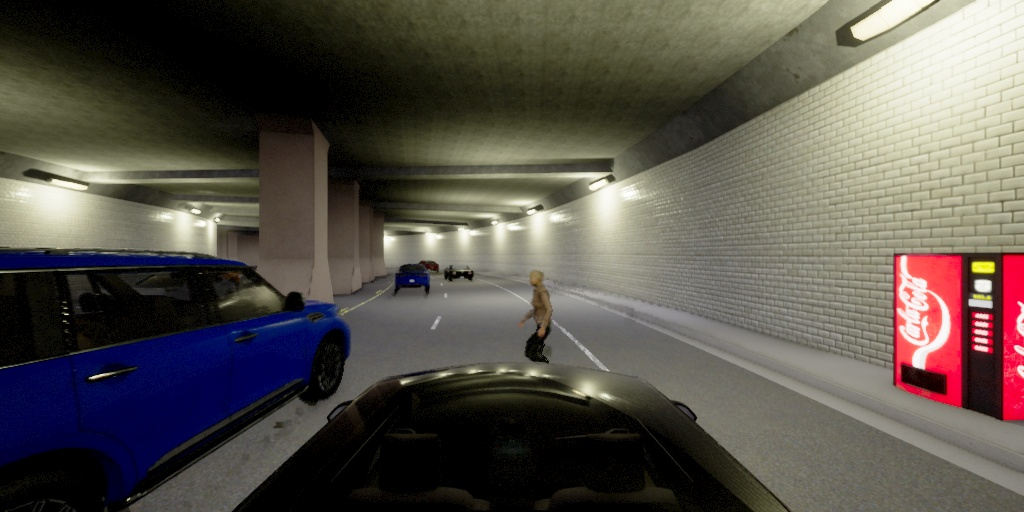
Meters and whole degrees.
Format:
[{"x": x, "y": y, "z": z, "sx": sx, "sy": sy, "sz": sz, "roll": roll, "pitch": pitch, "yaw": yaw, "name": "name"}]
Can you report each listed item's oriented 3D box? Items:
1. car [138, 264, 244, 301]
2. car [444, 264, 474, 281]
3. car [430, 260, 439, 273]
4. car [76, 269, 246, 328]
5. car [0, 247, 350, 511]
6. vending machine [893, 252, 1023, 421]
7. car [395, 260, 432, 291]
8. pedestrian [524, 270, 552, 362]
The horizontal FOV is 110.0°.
[{"x": -16.169, "y": 1.225, "z": 18.485, "sx": 1.882, "sy": 1.535, "sz": 5.008, "roll": 0, "pitch": 0, "yaw": -13, "name": "car"}, {"x": -4.511, "y": 1.346, "z": 29.695, "sx": 1.895, "sy": 1.301, "sz": 4.718, "roll": 0, "pitch": 0, "yaw": -17, "name": "car"}, {"x": -10.350, "y": 1.220, "z": 43.370, "sx": 1.882, "sy": 1.535, "sz": 5.008, "roll": 0, "pitch": 0, "yaw": -29, "name": "car"}, {"x": -11.536, "y": 1.274, "z": 12.379, "sx": 1.812, "sy": 1.442, "sz": 4.674, "roll": 0, "pitch": 0, "yaw": -8, "name": "car"}, {"x": -3.535, "y": 0.970, "z": 3.230, "sx": 2.150, "sy": 2.045, "sz": 5.566, "roll": 0, "pitch": 0, "yaw": -2, "name": "car"}, {"x": 5.843, "y": 0.945, "z": 4.575, "sx": 1.100, "sy": 2.100, "sz": 0.880, "roll": 0, "pitch": 0, "yaw": -2, "name": "vending machine"}, {"x": -6.050, "y": 1.224, "z": 21.999, "sx": 1.882, "sy": 1.535, "sz": 5.008, "roll": 0, "pitch": 0, "yaw": -13, "name": "car"}, {"x": 0.429, "y": 1.043, "z": 5.428, "sx": 0.375, "sy": 1.860, "sz": 0.375, "roll": 0, "pitch": 0, "yaw": -3, "name": "pedestrian"}]
